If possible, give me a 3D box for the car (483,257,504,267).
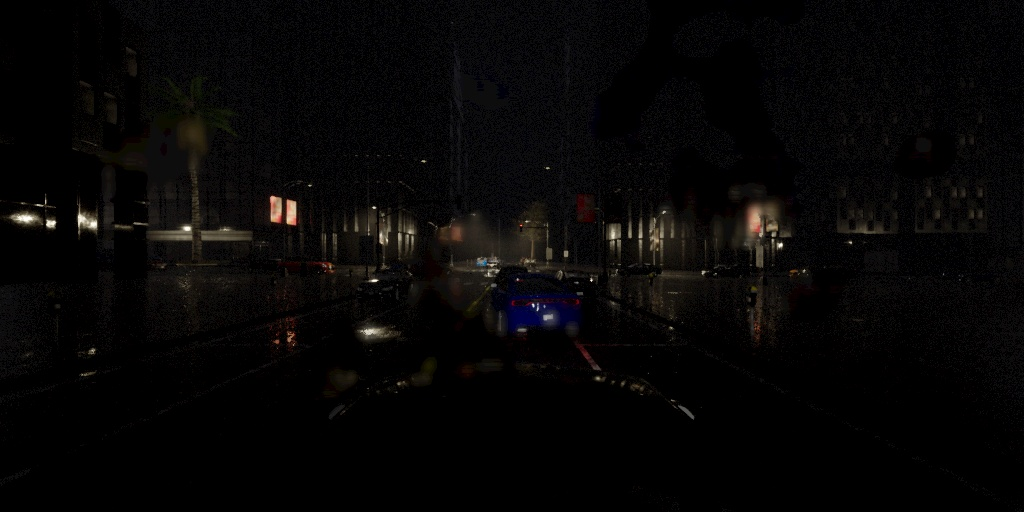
[{"bbox_3d":[-2.874,1.258,56.181,2.128,1.511,4.902,0,0,2],"label":"car"}]

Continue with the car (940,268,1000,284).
[{"bbox_3d":[49.347,2.120,38.694,4.553,1.767,2.097,1,0,0],"label":"car"}]

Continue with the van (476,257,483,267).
[{"bbox_3d":[-5.484,1.112,64.586,1.690,1.789,3.998,0,0,1],"label":"van"}]

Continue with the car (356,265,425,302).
[{"bbox_3d":[-5.753,1.302,16.818,2.007,1.370,4.403,0,0,0],"label":"car"}]

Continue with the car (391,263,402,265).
[{"bbox_3d":[-9.533,1.169,36.123,5.357,1.411,2.033,1,1,-8],"label":"car"}]

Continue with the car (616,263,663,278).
[{"bbox_3d":[13.768,1.532,38.913,4.902,1.511,2.128,1,0,-1],"label":"car"}]

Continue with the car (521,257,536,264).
[{"bbox_3d":[2.987,1.319,58.993,2.007,1.370,4.403,0,0,1],"label":"car"}]

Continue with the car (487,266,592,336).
[{"bbox_3d":[0.472,1.228,10.486,1.882,1.535,5.008,0,0,-8],"label":"car"}]

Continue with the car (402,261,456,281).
[{"bbox_3d":[-6.832,1.270,30.430,4.181,1.385,1.994,2,0,26],"label":"car"}]

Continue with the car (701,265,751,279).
[{"bbox_3d":[23.187,1.708,38.892,4.902,1.511,2.128,1,0,0],"label":"car"}]

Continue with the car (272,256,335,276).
[{"bbox_3d":[-18.455,0.797,32.352,4.553,1.767,2.097,1,0,0],"label":"car"}]

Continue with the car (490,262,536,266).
[{"bbox_3d":[0.077,1.257,18.019,1.837,1.490,4.892,0,0,0],"label":"car"}]

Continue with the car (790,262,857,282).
[{"bbox_3d":[33.911,1.638,38.843,5.566,2.045,2.150,1,0,0],"label":"car"}]

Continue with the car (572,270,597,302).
[{"bbox_3d":[2.772,1.302,16.810,2.007,1.370,4.403,0,0,0],"label":"car"}]

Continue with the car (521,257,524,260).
[{"bbox_3d":[3.042,1.297,64.675,1.751,1.417,4.829,0,0,1],"label":"car"}]

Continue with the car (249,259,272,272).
[{"bbox_3d":[-23.144,0.970,35.622,4.718,1.301,1.895,1,0,0],"label":"car"}]

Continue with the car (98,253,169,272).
[{"bbox_3d":[-33.915,0.701,32.420,4.674,1.442,1.812,1,0,0],"label":"car"}]

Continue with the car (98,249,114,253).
[{"bbox_3d":[-38.101,0.334,35.687,5.566,2.045,2.150,1,0,0],"label":"car"}]
